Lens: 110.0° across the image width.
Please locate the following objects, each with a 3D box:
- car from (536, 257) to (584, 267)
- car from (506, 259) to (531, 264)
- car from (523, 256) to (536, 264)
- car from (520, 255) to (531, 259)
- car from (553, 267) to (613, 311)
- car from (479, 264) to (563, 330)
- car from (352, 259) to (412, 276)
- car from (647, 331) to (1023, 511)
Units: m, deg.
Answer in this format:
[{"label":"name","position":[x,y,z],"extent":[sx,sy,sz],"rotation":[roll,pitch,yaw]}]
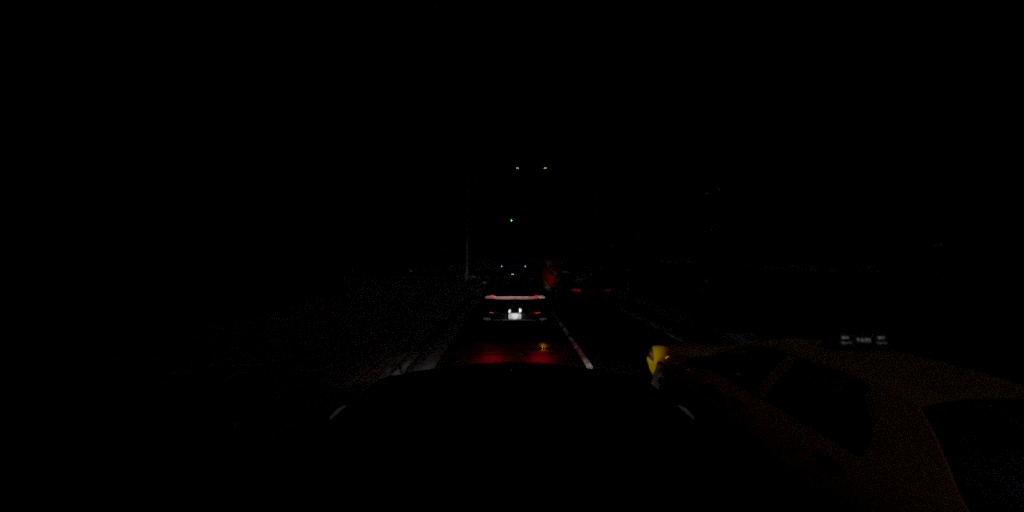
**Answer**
[{"label":"car","position":[2.667,0.945,19.190],"extent":[2.192,1.841,5.009],"rotation":[0,0,0]},{"label":"car","position":[0.112,1.151,26.101],"extent":[1.994,1.385,4.181],"rotation":[0,0,0]},{"label":"car","position":[2.711,1.025,45.619],"extent":[1.888,1.381,4.507],"rotation":[0,0,0]},{"label":"car","position":[2.739,0.949,61.930],"extent":[1.888,1.381,4.507],"rotation":[0,0,0]},{"label":"car","position":[2.658,1.247,13.741],"extent":[1.802,1.307,4.207],"rotation":[0,0,0]},{"label":"car","position":[0.087,1.177,10.824],"extent":[2.128,1.511,4.902],"rotation":[0,0,0]},{"label":"car","position":[-11.140,1.018,30.783],"extent":[4.902,1.511,2.128],"rotation":[0,0,0]},{"label":"car","position":[2.640,1.267,3.013],"extent":[1.751,1.417,4.829],"rotation":[0,0,0]}]
